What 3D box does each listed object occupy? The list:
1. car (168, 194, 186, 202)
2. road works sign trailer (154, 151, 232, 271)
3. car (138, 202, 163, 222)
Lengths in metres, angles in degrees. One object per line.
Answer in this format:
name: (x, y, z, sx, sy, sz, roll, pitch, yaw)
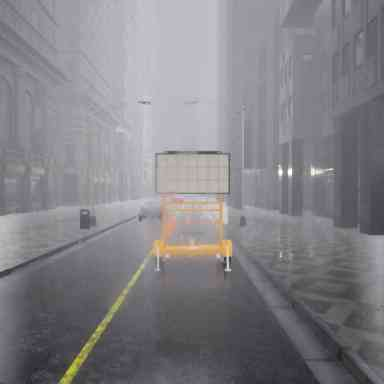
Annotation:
car: (-2.952, 1.279, 66.589, 2.150, 2.045, 5.566, 0, 0, 1)
road works sign trailer: (0.024, 0.466, 10.883, 2.380, 3.560, 2.880, 0, 0, 0)
car: (-3.088, 1.545, 26.558, 1.812, 1.442, 4.674, 0, 0, 0)
